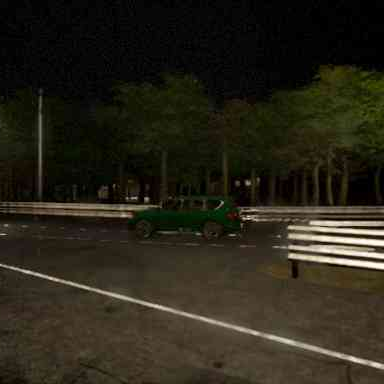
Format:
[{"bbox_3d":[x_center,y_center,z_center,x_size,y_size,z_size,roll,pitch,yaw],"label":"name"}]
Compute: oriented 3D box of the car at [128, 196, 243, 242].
[{"bbox_3d":[-0.325,1.226,16.261,5.566,2.045,2.150,0,0,16],"label":"car"}]
